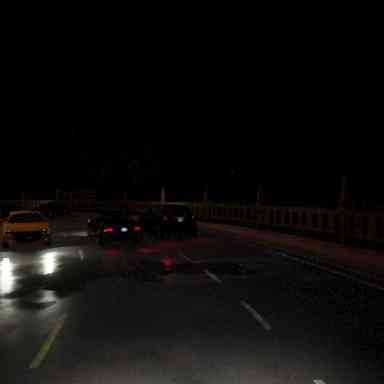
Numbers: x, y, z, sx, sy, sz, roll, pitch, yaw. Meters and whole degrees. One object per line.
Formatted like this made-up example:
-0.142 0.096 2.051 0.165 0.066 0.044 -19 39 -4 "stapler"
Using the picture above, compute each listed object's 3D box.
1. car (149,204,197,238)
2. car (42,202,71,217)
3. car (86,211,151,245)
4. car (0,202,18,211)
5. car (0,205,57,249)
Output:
-1.521 1.472 18.819 2.097 1.767 4.553 0 0 -26 "car"
-14.475 1.766 34.189 5.008 1.535 1.882 -1 -1 37 "car"
-3.953 1.668 16.388 2.033 1.411 5.357 0 0 -25 "car"
-18.732 1.785 32.919 5.008 1.535 1.882 -1 -1 34 "car"
-7.810 1.618 15.693 1.882 1.535 5.008 0 -1 -29 "car"
